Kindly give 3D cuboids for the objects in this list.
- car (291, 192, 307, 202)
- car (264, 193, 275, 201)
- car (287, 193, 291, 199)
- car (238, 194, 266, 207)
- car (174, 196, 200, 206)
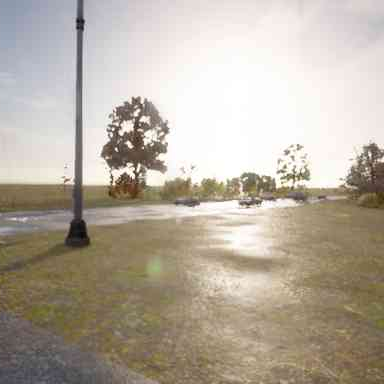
[{"bbox_3d":[23.907,1.005,73.233,2.150,2.045,5.566,1,1,27],"label":"car"},{"bbox_3d":[15.897,1.021,70.370,2.097,1.767,4.553,1,1,34],"label":"car"},{"bbox_3d":[26.544,0.910,86.253,2.150,2.045,5.566,1,1,34],"label":"car"},{"bbox_3d":[8.202,1.371,46.301,1.895,1.301,4.718,1,1,34],"label":"car"},{"bbox_3d":[-0.688,1.217,45.632,1.994,1.385,4.181,1,1,34],"label":"car"}]
